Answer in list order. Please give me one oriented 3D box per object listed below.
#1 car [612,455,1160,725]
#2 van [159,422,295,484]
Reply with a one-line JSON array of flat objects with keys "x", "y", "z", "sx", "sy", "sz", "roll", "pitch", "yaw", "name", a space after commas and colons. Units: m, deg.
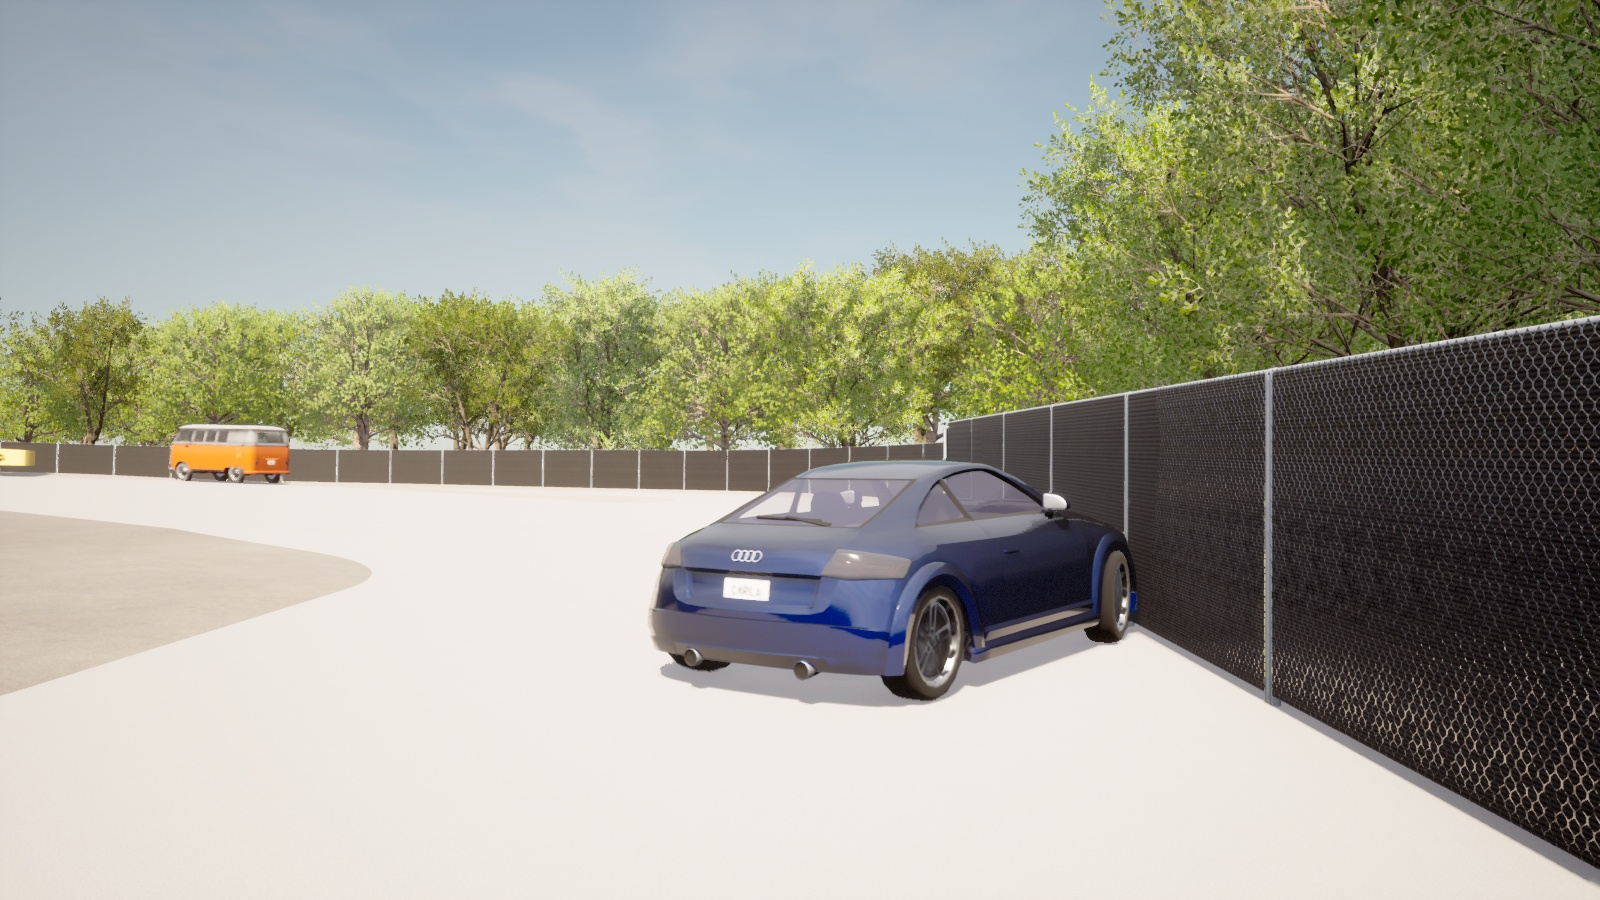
[{"x": 0.860, "y": 0.760, "z": 8.976, "sx": 1.994, "sy": 1.385, "sz": 4.181, "roll": 0, "pitch": 0, "yaw": 36, "name": "car"}, {"x": -19.666, "y": 0.090, "z": 43.074, "sx": 4.442, "sy": 1.987, "sz": 1.775, "roll": 1, "pitch": -1, "yaw": 26, "name": "van"}]
